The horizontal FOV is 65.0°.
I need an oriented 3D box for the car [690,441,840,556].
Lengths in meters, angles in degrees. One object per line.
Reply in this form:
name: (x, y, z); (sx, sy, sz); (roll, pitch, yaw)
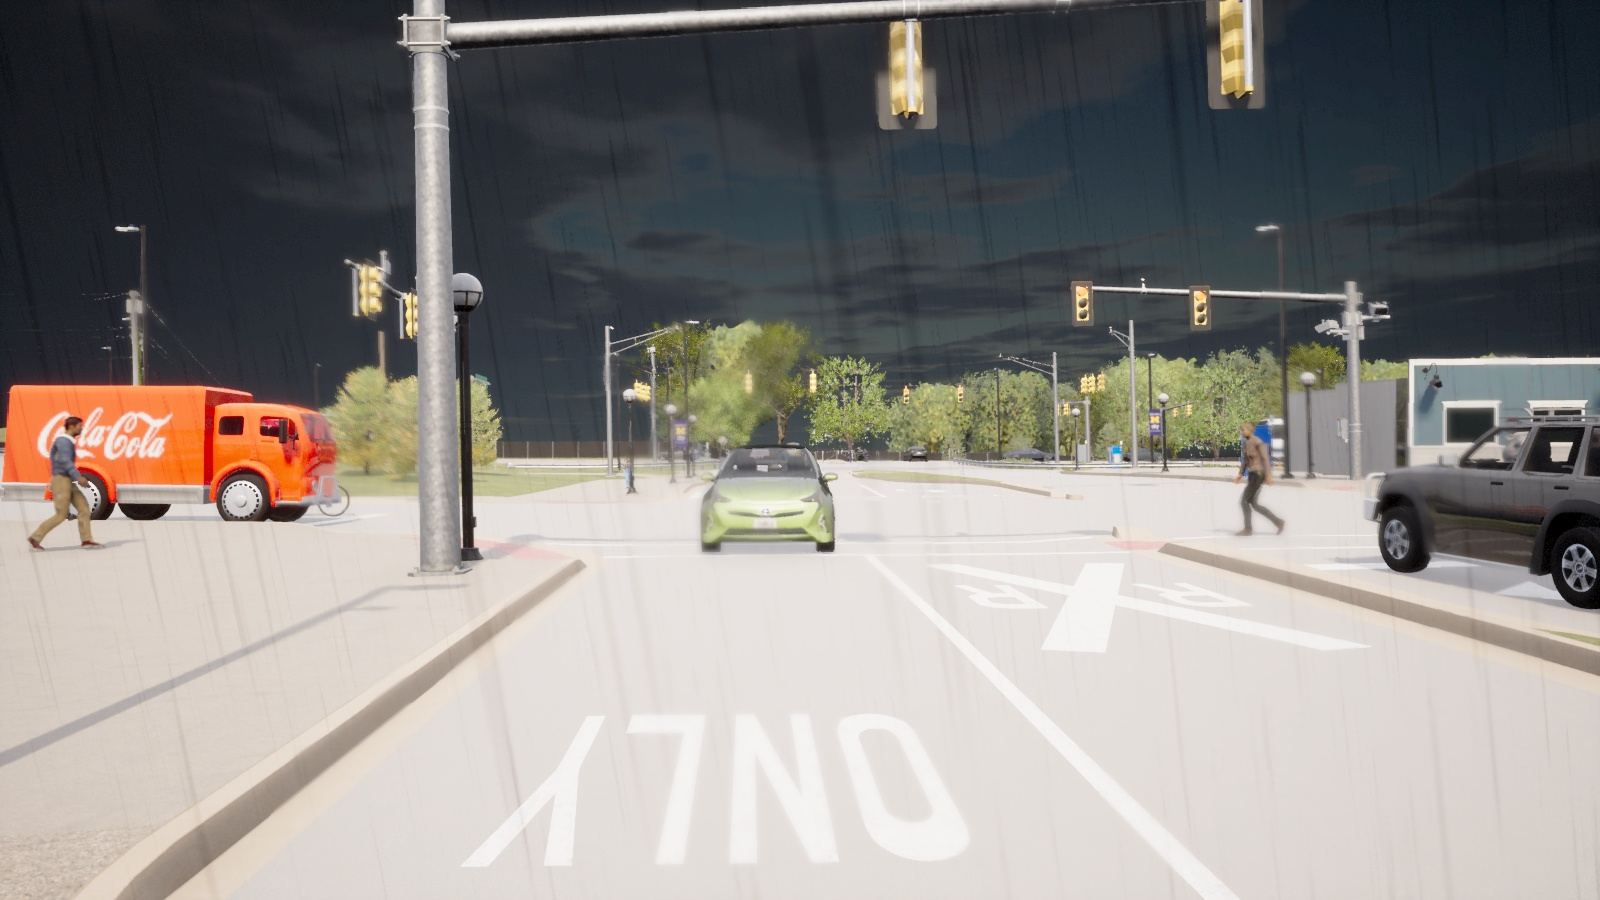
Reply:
car: (-0.444, 0.647, 19.172); (2.007, 1.525, 4.514); (-1, 0, 1)

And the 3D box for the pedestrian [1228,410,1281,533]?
pedestrian: (6.952, 0.329, 19.224); (0.634, 1.846, 0.331); (-2, -1, 0)

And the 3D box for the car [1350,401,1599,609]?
car: (7.886, 0.437, 13.016); (1.932, 1.855, 4.605); (-1, 1, -7)

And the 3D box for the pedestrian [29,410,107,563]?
pedestrian: (-9.578, 0.463, 16.447); (0.788, 1.949, 0.423); (-2, -1, -22)

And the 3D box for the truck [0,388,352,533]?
truck: (-11.175, 0.198, 22.732); (5.204, 2.467, 2.627); (0, -1, -2)
